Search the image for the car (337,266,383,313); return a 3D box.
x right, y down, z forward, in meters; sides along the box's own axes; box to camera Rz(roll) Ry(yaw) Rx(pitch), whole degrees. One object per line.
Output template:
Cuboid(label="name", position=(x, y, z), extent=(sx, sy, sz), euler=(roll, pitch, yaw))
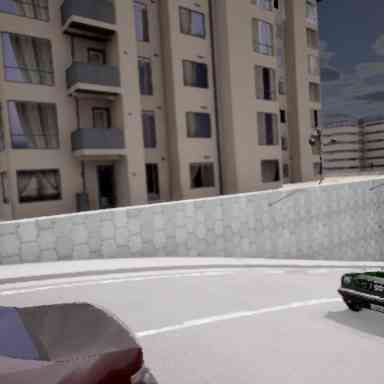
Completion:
Cuboid(label="car", position=(5.541, 2.294, 7.961), extent=(4.718, 1.301, 1.895), euler=(9, -5, -35))

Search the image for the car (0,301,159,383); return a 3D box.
Cuboid(label="car", position=(-2.831, 1.548, 1.955), extent=(5.357, 1.411, 2.033), euler=(0, 0, -36))
